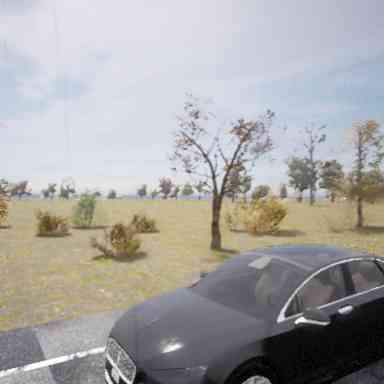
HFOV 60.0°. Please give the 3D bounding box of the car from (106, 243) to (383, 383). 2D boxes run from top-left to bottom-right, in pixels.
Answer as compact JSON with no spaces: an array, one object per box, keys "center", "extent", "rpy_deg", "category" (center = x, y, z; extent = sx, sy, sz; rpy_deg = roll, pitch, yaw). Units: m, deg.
[{"center":[1.322,1.542,4.516],"extent":[4.892,1.490,1.837],"rpy_deg":[0,-1,-32],"category":"car"}]
